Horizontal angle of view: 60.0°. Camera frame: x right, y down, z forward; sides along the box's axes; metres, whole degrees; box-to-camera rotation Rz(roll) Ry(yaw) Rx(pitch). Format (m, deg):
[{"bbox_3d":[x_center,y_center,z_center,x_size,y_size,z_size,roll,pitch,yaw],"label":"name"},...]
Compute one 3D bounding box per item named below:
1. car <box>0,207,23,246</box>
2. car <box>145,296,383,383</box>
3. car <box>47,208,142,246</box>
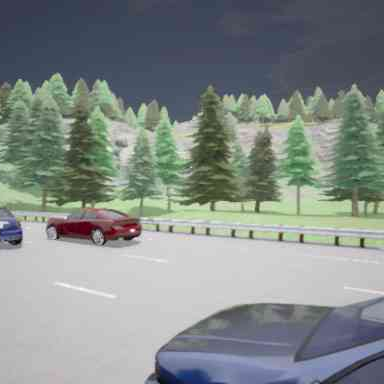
[{"bbox_3d":[-9.240,1.361,13.979,4.553,1.767,2.097,0,0,31],"label":"car"},{"bbox_3d":[2.176,1.539,2.397,5.357,1.411,2.033,0,0,35],"label":"car"},{"bbox_3d":[-4.585,1.474,15.251,5.008,1.535,1.882,0,0,32],"label":"car"}]
